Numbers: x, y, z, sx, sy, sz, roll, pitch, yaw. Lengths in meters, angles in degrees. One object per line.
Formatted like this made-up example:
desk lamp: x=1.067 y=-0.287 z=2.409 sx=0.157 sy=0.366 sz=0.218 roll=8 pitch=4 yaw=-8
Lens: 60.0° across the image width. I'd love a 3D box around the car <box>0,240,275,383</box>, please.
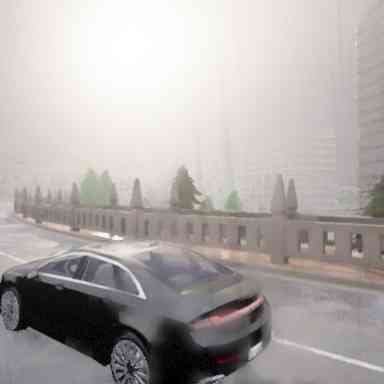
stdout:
car: x=-1.202 y=1.509 z=5.134 sx=4.902 sy=1.511 sz=2.128 roll=0 pitch=0 yaw=38
